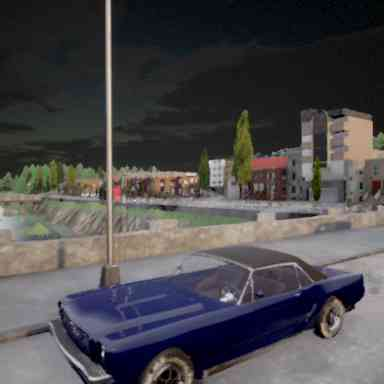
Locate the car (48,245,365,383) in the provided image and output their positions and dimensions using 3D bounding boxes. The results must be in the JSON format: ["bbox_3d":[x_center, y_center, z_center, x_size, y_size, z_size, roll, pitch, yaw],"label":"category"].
[{"bbox_3d":[0.495,1.575,4.953,4.718,1.301,1.895,-1,0,-35],"label":"car"}]
